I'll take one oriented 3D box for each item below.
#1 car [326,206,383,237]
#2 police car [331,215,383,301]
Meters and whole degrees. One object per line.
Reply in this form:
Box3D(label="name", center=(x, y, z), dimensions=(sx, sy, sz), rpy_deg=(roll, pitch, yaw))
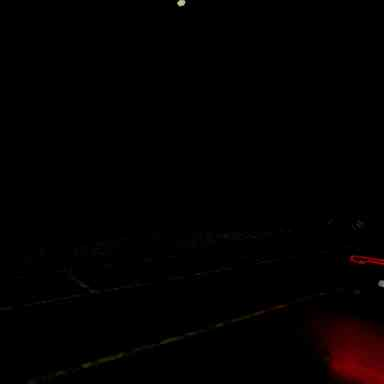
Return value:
Box3D(label="car", center=(8.456, 1.435, 16.440), dimensions=(4.097, 1.590, 1.967), rpy_deg=(0, -1, -35))
Box3D(label="police car", center=(5.529, 1.423, 7.379), dimensions=(5.238, 1.638, 1.930), rpy_deg=(0, 0, -36))
